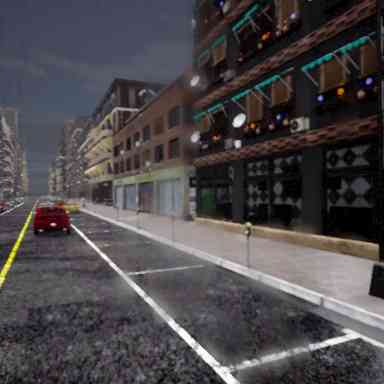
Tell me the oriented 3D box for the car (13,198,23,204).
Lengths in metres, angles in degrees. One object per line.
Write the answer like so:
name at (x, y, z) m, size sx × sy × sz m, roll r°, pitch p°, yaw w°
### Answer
car at (-42.813, 2.122, 81.738) m, size 2.008 × 1.369 × 4.403 m, roll 0°, pitch 0°, yaw -24°

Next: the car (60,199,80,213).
car at (-14.251, 1.744, 39.188) m, size 1.752 × 1.417 × 4.829 m, roll 0°, pitch 0°, yaw -24°

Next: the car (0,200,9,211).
car at (-26.478, 1.893, 45.827) m, size 1.887 × 1.381 × 4.507 m, roll 0°, pitch 0°, yaw -24°

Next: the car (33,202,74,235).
car at (-8.484, 1.602, 20.155) m, size 1.882 × 1.535 × 5.008 m, roll 0°, pitch 0°, yaw -24°

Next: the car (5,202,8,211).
car at (-24.144, 1.756, 40.696) m, size 1.967 × 1.590 × 4.097 m, roll 0°, pitch 0°, yaw -24°

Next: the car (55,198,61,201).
car at (-18.848, 1.827, 49.293) m, size 1.887 × 1.381 × 4.507 m, roll 0°, pitch 0°, yaw -24°

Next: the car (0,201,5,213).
car at (-21.811, 1.598, 35.567) m, size 2.192 × 1.841 × 5.009 m, roll 0°, pitch 0°, yaw -24°

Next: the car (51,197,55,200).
car at (-28.182, 1.962, 69.814) m, size 2.008 × 1.369 × 4.403 m, roll 0°, pitch 0°, yaw -24°

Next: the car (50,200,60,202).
car at (-15.665, 1.826, 35.984) m, size 1.895 × 1.301 × 4.718 m, roll 0°, pitch 0°, yaw -24°
